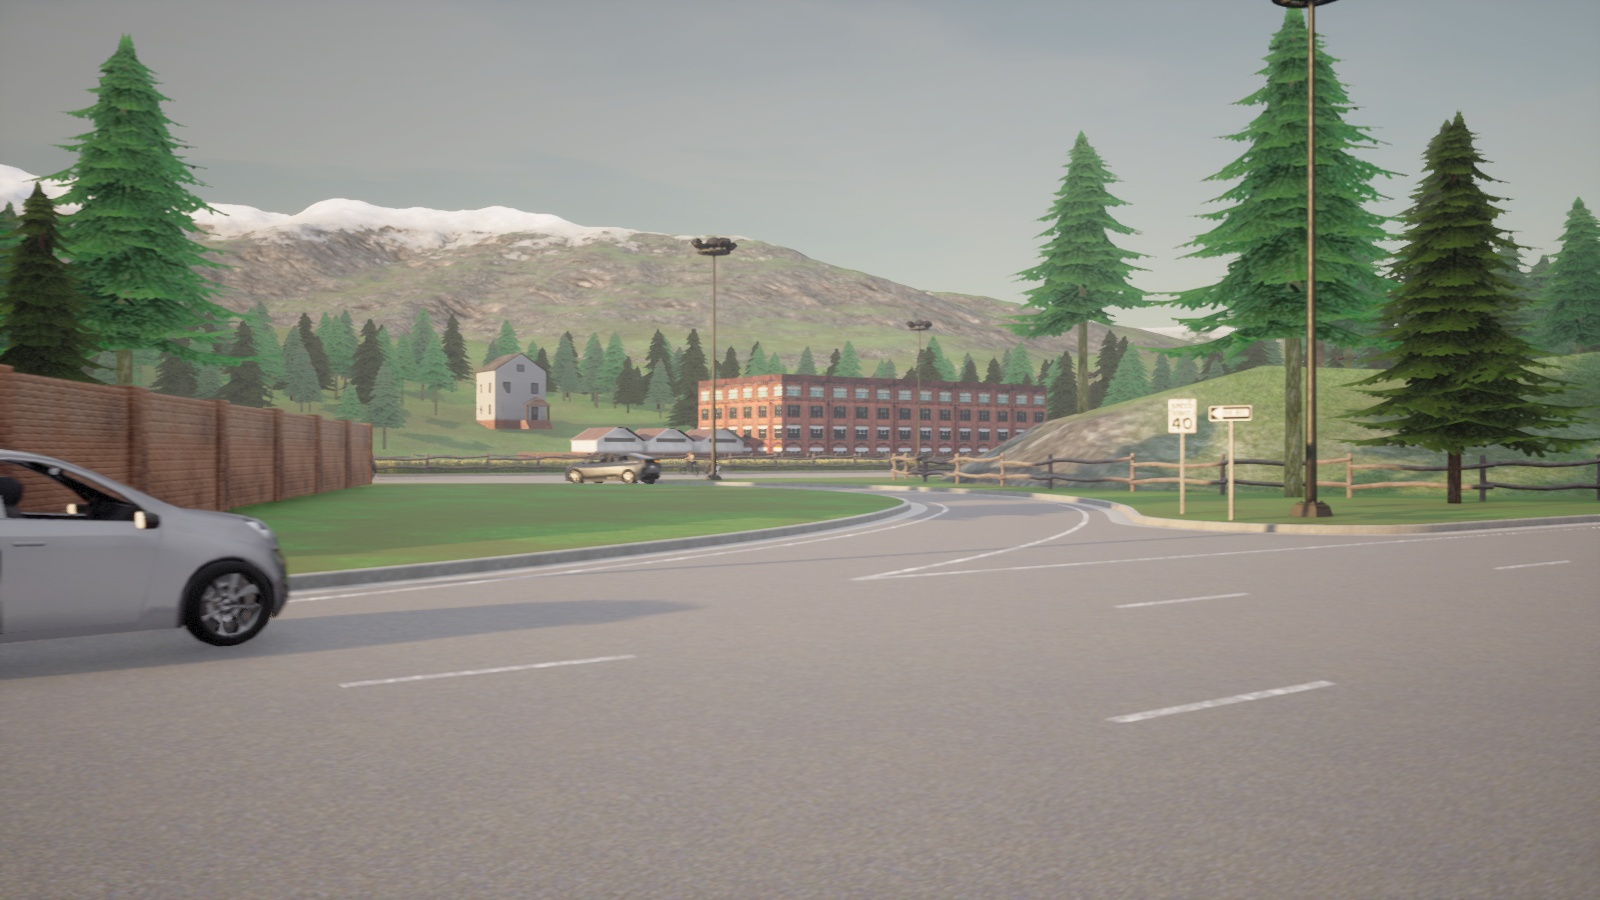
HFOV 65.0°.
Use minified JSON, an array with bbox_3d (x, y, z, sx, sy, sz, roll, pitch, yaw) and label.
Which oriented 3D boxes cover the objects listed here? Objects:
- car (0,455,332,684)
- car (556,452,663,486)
[{"bbox_3d":[-5.615,0.793,9.236,3.633,1.501,1.845,0,0,-45],"label":"car"},{"bbox_3d":[-8.740,0.851,57.602,4.514,1.525,2.007,0,0,25],"label":"car"}]
